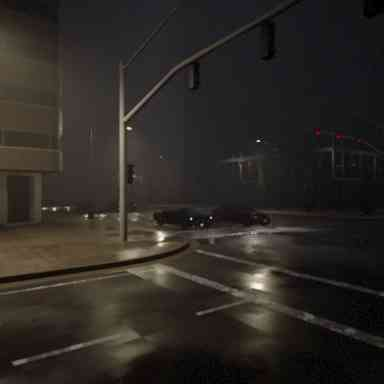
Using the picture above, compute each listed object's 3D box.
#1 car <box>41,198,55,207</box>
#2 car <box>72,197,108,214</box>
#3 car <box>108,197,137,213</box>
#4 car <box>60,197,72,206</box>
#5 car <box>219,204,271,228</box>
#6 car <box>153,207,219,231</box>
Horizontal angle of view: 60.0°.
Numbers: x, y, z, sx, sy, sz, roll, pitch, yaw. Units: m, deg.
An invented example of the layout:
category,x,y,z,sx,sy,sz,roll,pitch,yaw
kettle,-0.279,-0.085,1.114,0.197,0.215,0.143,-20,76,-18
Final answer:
category,x,y,z,sx,sy,sz,roll,pitch,yaw
car,-23.024,1.653,52.458,1.895,1.301,4.718,0,0,-36
car,-11.125,1.565,36.064,1.812,1.442,4.674,0,0,-36
car,-8.060,1.385,37.779,2.097,1.767,4.553,0,0,-36
car,-20.057,1.516,54.324,1.882,1.535,5.008,0,0,-36
car,3.162,1.559,22.785,1.812,1.442,4.674,0,0,-39
car,-0.635,1.640,21.506,1.895,1.301,4.718,0,0,-34
